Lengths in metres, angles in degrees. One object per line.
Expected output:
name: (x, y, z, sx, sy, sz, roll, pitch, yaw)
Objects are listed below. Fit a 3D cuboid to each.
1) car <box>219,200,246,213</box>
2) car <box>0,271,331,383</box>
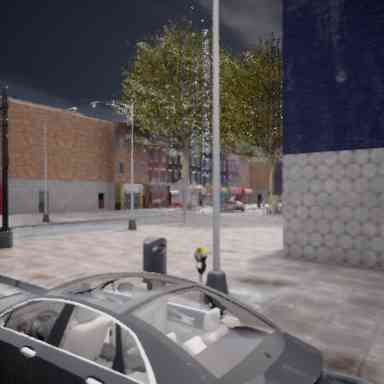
car: (4.864, 1.754, 40.196, 1.812, 1.442, 4.674, 0, -1, 36)
car: (-0.909, 1.546, 3.458, 4.403, 1.369, 2.008, 0, 0, 35)
